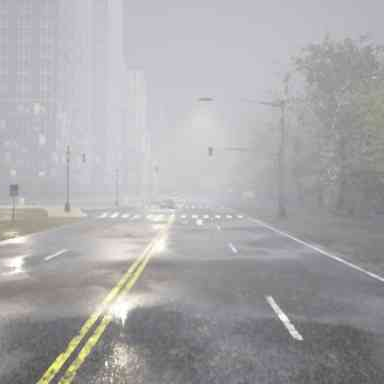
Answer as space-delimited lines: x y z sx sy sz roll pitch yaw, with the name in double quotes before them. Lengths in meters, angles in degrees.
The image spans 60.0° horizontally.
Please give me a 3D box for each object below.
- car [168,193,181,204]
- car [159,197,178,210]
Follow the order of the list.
"car" -3.218 1.200 61.991 2.150 2.045 5.566 0 2 0
"car" -3.205 1.701 43.825 1.837 1.490 4.892 1 -1 0
